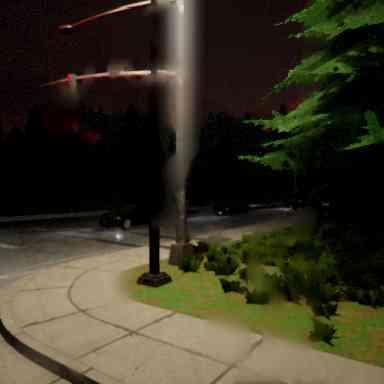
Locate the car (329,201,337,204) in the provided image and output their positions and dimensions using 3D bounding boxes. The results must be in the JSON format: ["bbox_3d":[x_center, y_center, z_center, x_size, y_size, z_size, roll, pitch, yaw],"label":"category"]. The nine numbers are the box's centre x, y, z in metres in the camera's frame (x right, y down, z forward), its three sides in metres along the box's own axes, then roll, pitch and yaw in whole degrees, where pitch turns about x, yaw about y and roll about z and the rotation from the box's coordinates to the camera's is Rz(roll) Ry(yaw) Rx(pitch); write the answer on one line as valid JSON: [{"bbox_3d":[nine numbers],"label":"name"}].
[{"bbox_3d":[22.621,1.460,51.433,2.128,1.511,4.902,0,0,37],"label":"car"}]

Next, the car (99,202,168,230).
[{"bbox_3d":[-3.597,1.444,21.194,1.882,1.535,5.008,0,0,35],"label":"car"}]

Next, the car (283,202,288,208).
[{"bbox_3d":[14.497,1.567,46.601,1.895,1.301,4.718,0,0,37],"label":"car"}]

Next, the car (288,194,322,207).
[{"bbox_3d":[13.685,1.183,39.396,2.150,2.045,5.566,0,-1,36],"label":"car"}]

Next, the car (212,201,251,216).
[{"bbox_3d":[3.830,1.568,31.924,1.895,1.301,4.718,0,0,35],"label":"car"}]
